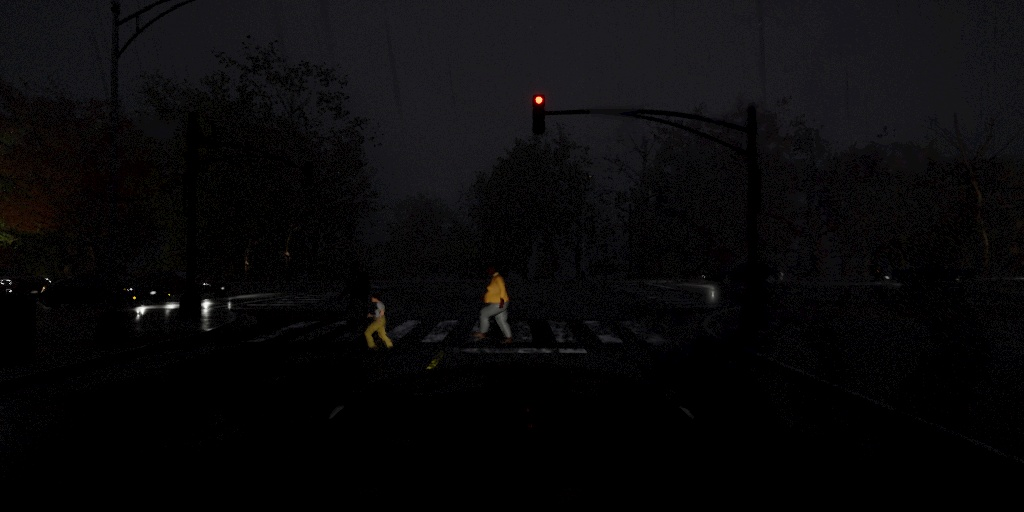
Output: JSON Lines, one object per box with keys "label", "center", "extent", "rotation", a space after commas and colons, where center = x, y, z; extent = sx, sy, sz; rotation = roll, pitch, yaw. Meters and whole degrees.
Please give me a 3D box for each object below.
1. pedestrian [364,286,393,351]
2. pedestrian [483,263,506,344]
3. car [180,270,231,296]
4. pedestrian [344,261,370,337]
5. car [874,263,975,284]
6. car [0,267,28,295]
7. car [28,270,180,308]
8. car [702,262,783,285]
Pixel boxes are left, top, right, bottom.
{"label": "pedestrian", "center": [-2.785, 1.325, 7.537], "extent": [0.375, 1.300, 0.375], "rotation": [1, -1, 1]}
{"label": "pedestrian", "center": [-0.392, 1.044, 8.115], "extent": [0.375, 1.860, 0.375], "rotation": [1, -1, 1]}
{"label": "car", "center": [-17.374, 1.422, 18.671], "extent": [4.674, 1.442, 1.812], "rotation": [-1, -1, 1]}
{"label": "pedestrian", "center": [-3.768, 1.030, 8.752], "extent": [0.375, 1.860, 0.375], "rotation": [1, -1, 1]}
{"label": "car", "center": [27.285, 1.132, 23.857], "extent": [4.718, 1.301, 1.895], "rotation": [-1, -1, 2]}
{"label": "car", "center": [-27.449, 1.351, 19.011], "extent": [4.553, 1.767, 2.097], "rotation": [-1, -1, 2]}
{"label": "car", "center": [-17.347, 1.415, 15.413], "extent": [4.181, 1.385, 1.994], "rotation": [-1, -1, 2]}
{"label": "car", "center": [15.494, 1.156, 24.257], "extent": [4.892, 1.490, 1.837], "rotation": [-1, -1, 2]}
